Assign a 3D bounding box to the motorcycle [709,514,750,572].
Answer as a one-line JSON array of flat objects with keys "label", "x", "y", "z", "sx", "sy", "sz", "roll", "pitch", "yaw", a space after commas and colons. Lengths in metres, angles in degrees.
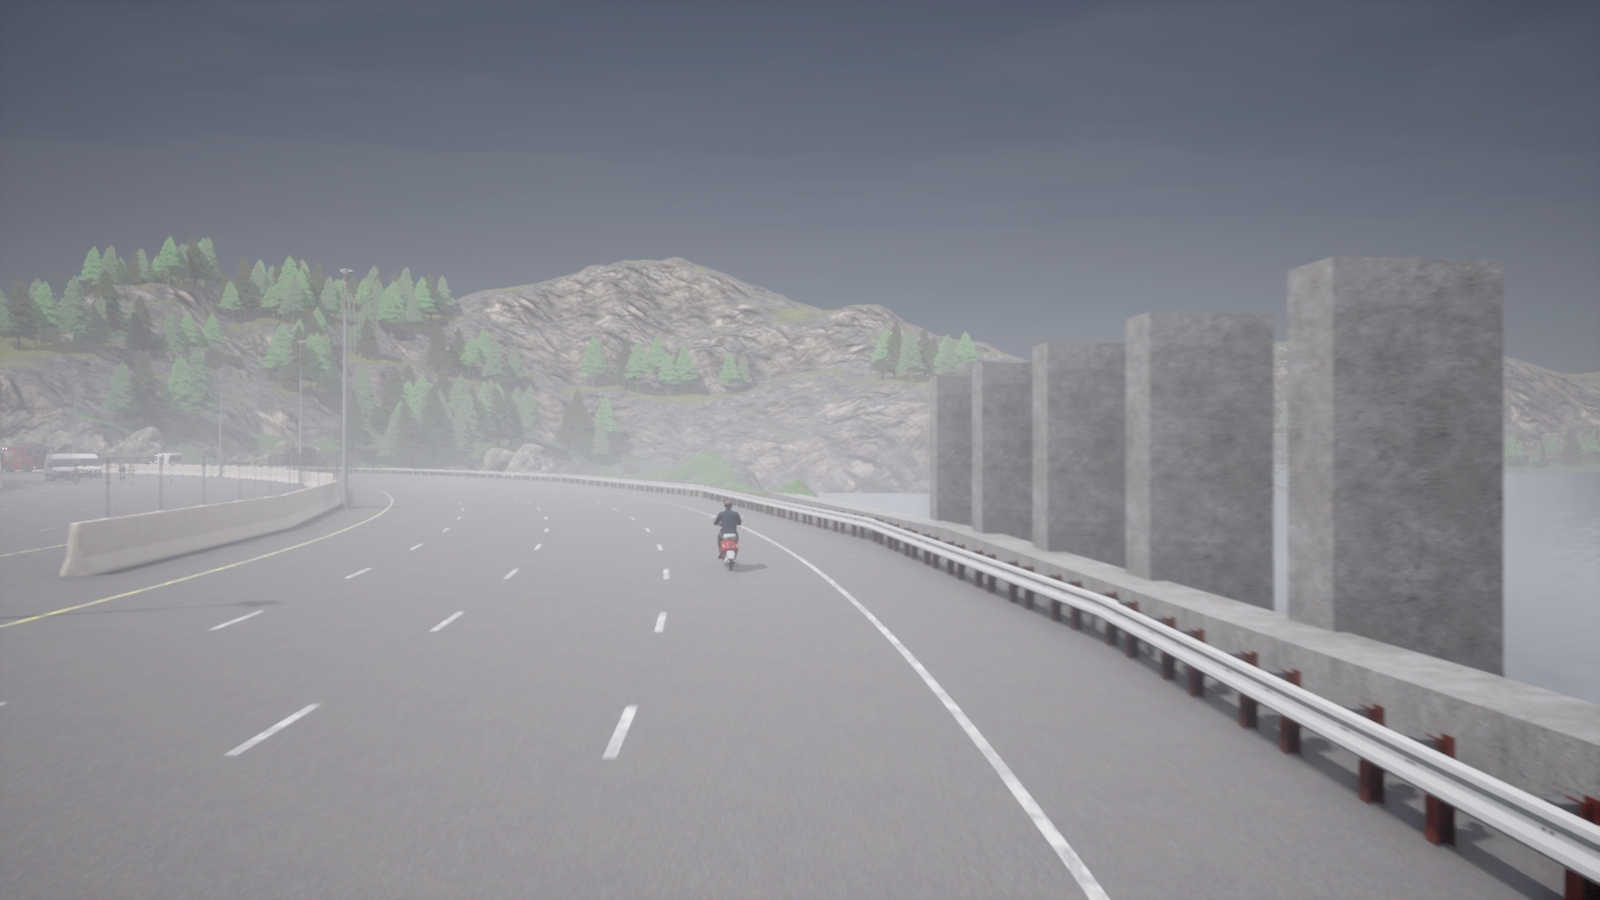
[{"label": "motorcycle", "x": -1.711, "y": 2.198, "z": 27.351, "sx": 0.856, "sy": 1.236, "sz": 1.805, "roll": -1, "pitch": 0, "yaw": -7}]
